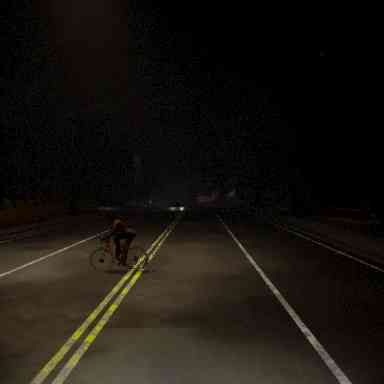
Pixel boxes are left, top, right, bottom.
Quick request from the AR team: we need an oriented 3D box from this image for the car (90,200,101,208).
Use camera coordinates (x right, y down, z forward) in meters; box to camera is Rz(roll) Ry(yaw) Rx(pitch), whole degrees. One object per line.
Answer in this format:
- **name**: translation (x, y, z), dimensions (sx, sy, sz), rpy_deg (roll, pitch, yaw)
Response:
- **car**: translation (-15.287, 1.526, 46.821), dimensions (4.674, 1.442, 1.812), rpy_deg (0, 0, 1)

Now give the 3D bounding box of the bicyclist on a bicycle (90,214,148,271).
- **bicyclist on a bicycle**: translation (-2.086, 1.455, 9.418), dimensions (1.656, 1.620, 0.582), rpy_deg (-2, 0, 1)

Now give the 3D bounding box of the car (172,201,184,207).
- **car**: translation (-2.390, 2.277, 57.470), dimensions (1.895, 1.301, 4.718), rpy_deg (0, -8, 1)
